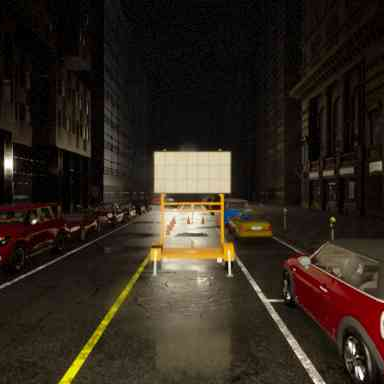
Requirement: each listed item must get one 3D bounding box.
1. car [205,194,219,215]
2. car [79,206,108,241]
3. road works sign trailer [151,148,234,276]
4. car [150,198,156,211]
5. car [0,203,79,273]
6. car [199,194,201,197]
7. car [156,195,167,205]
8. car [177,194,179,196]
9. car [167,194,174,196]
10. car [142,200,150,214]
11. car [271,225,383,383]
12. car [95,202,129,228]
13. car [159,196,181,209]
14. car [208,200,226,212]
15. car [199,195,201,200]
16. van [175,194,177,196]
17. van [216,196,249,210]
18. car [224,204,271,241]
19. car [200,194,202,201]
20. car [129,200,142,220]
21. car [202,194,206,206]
[{"bbox_3d":[2.812,1.316,33.252,2.192,1.841,5.009,0,0,0],"label":"car"},{"bbox_3d":[-5.740,1.580,16.447,1.802,1.307,4.206,0,0,0],"label":"car"},{"bbox_3d":[0.014,0.463,10.291,2.380,3.560,2.880,0,0,0],"label":"road works sign trailer"},{"bbox_3d":[-5.702,1.569,38.855,1.947,1.339,4.313,0,0,0],"label":"car"},{"bbox_3d":[-5.750,1.314,10.845,2.192,1.841,5.009,0,0,0],"label":"car"},{"bbox_3d":[2.869,1.460,66.862,1.967,1.590,4.097,0,0,0],"label":"car"},{"bbox_3d":[-5.675,1.557,55.662,1.887,1.381,4.507,0,0,0],"label":"car"},{"bbox_3d":[-5.609,1.582,94.877,1.887,1.381,4.507,0,0,0],"label":"car"},{"bbox_3d":[-5.647,1.463,72.468,1.967,1.590,4.097,0,0,0],"label":"car"},{"bbox_3d":[-5.712,1.567,33.253,1.947,1.339,4.313,0,0,0],"label":"car"},{"bbox_3d":[2.766,1.440,5.243,1.967,1.590,4.097,0,0,0],"label":"car"},{"bbox_3d":[-5.731,1.439,22.049,1.967,1.590,4.097,0,0,0],"label":"car"},{"bbox_3d":[-2.928,1.570,44.518,1.994,1.385,4.181,0,0,0],"label":"car"},{"bbox_3d":[2.823,1.585,38.854,1.802,1.307,4.206,0,0,0],"label":"car"},{"bbox_3d":[2.860,1.582,61.260,1.947,1.339,4.313,0,0,0],"label":"car"},{"bbox_3d":[-5.619,1.374,89.275,1.690,1.788,3.998,0,0,0],"label":"van"},{"bbox_3d":[2.794,1.340,22.049,1.690,1.788,3.998,0,0,0],"label":"van"},{"bbox_3d":[2.785,1.524,16.617,1.752,1.417,4.829,0,0,0],"label":"car"},{"bbox_3d":[2.850,1.453,55.659,1.967,1.590,4.097,0,0,0],"label":"car"},{"bbox_3d":[-5.721,1.550,27.651,2.008,1.369,4.403,0,0,0],"label":"car"},{"bbox_3d":[2.831,1.321,44.455,2.192,1.841,5.009,0,0,0],"label":"car"}]
